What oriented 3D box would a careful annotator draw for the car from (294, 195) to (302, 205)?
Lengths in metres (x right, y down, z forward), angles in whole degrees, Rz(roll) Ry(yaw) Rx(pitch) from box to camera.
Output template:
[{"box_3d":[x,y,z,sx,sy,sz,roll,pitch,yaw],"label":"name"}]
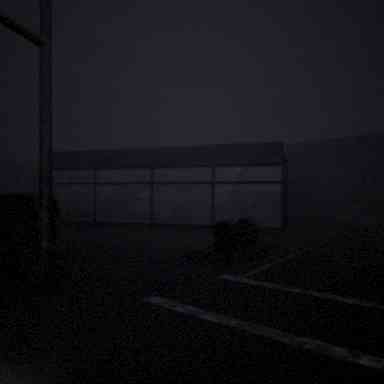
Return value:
[{"box_3d":[16.934,1.421,56.024,2.242,1.667,4.611,0,0,36],"label":"car"}]
